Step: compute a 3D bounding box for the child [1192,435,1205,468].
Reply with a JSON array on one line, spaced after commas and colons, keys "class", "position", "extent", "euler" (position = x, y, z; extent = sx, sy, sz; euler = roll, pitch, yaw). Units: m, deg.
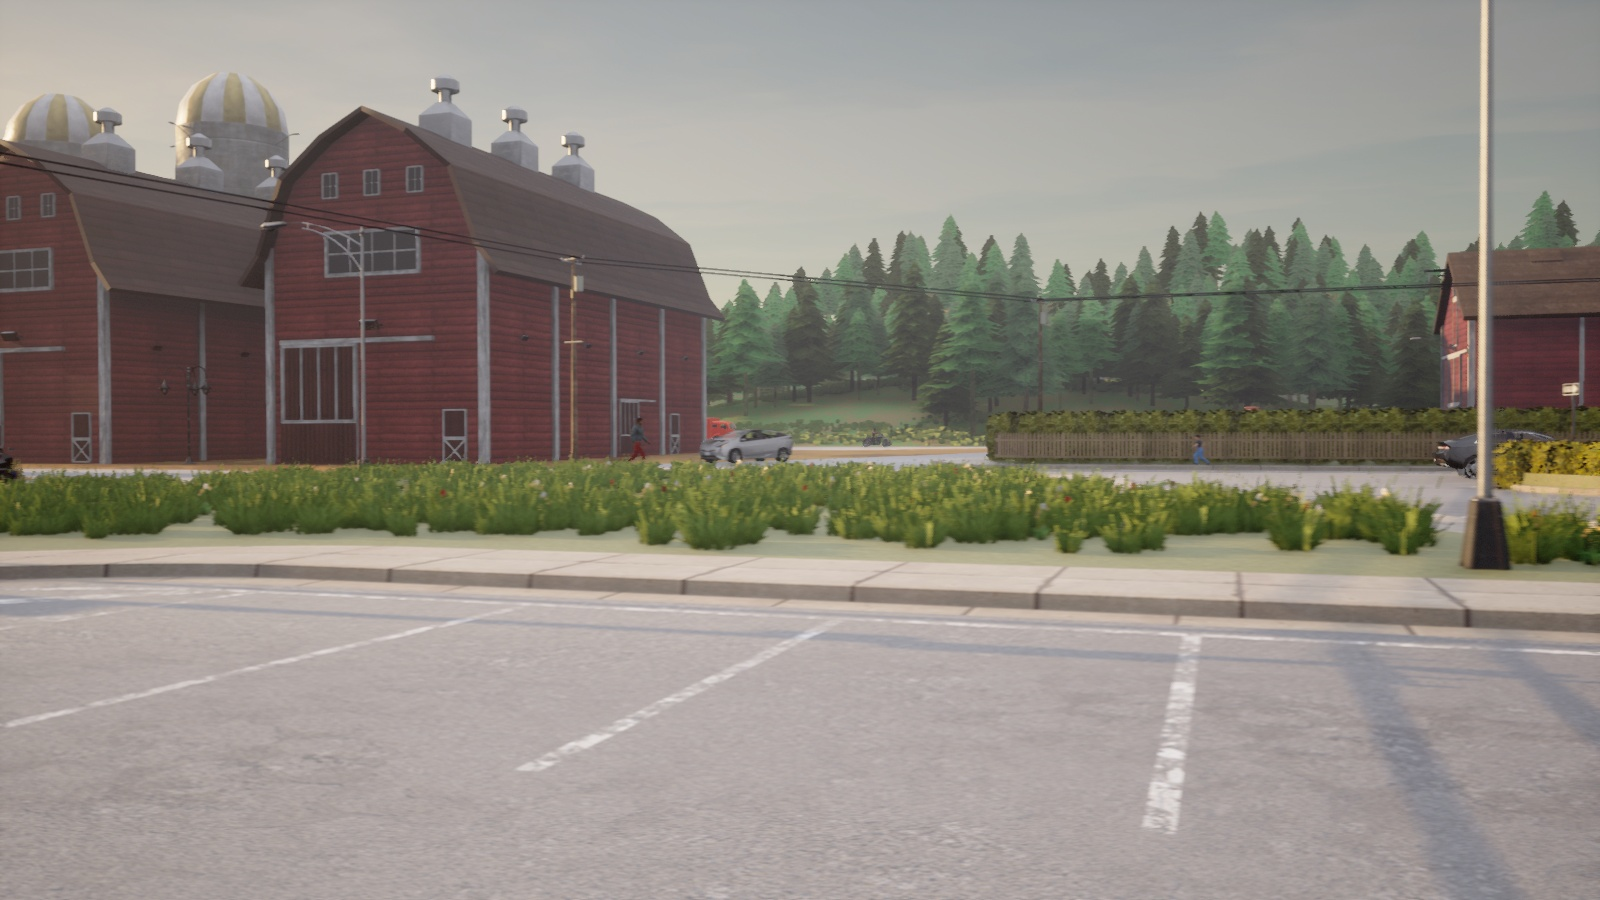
[{"class": "child", "position": [15.217, 0.051, 47.978], "extent": [0.437, 1.263, 0.270], "euler": [0, 1, 13]}]

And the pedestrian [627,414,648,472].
[{"class": "pedestrian", "position": [-5.273, -0.234, 40.733], "extent": [0.614, 1.847, 0.353], "euler": [0, 1, 13]}]

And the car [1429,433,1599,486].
[{"class": "car", "position": [21.869, 0.257, 37.934], "extent": [4.902, 1.511, 2.128], "euler": [1, 1, 19]}]

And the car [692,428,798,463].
[{"class": "car", "position": [-2.439, -0.232, 56.268], "extent": [4.514, 1.525, 2.007], "euler": [-1, 1, -42]}]

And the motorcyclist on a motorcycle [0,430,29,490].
[{"class": "motorcyclist on a motorcycle", "position": [-21.155, 0.265, 32.302], "extent": [0.866, 1.530, 2.191], "euler": [1, 1, 19]}]

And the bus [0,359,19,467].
[{"class": "bus", "position": [-36.963, -1.491, 50.100], "extent": [10.273, 4.253, 3.944], "euler": [0, 1, 16]}]
